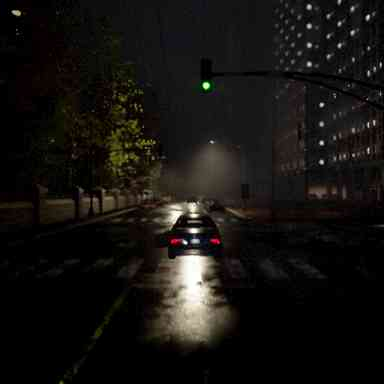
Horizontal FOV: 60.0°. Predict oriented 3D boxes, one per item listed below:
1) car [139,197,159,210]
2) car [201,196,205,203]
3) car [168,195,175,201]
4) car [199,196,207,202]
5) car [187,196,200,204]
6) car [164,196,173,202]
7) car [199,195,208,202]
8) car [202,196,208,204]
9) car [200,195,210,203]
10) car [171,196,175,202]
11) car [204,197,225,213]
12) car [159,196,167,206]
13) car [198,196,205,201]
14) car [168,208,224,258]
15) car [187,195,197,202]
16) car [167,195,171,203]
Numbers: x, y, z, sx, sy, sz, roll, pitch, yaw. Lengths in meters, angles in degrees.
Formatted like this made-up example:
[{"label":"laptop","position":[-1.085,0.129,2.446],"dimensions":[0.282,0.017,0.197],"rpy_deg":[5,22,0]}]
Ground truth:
[{"label":"car","position":[-5.690,1.612,42.578],"dimensions":[1.802,1.307,4.206],"rpy_deg":[0,0,0]},{"label":"car","position":[2.691,1.602,48.211],"dimensions":[1.947,1.339,4.313],"rpy_deg":[0,0,0]},{"label":"car","position":[-5.690,1.656,93.269],"dimensions":[1.887,1.381,4.507],"rpy_deg":[0,0,0]},{"label":"car","position":[2.690,1.639,82.005],"dimensions":[2.008,1.369,4.403],"rpy_deg":[0,0,0]},{"label":"car","position":[-0.001,1.535,63.815],"dimensions":[1.882,1.535,5.008],"rpy_deg":[0,0,0]},{"label":"car","position":[-5.691,1.634,82.005],"dimensions":[1.887,1.381,4.507],"rpy_deg":[0,0,0]},{"label":"car","position":[2.691,1.518,76.372],"dimensions":[1.967,1.590,4.097],"rpy_deg":[0,0,0]},{"label":"car","position":[2.691,1.595,42.578],"dimensions":[1.947,1.339,4.313],"rpy_deg":[0,0,0]},{"label":"car","position":[2.691,1.508,70.741],"dimensions":[1.967,1.590,4.097],"rpy_deg":[0,0,0]},{"label":"car","position":[-5.689,1.519,76.372],"dimensions":[1.967,1.590,4.097],"rpy_deg":[0,0,0]},{"label":"car","position":[2.691,1.590,36.946],"dimensions":[1.947,1.339,4.313],"rpy_deg":[0,0,0]},{"label":"car","position":[-5.689,1.483,53.844],"dimensions":[1.967,1.590,4.097],"rpy_deg":[0,0,0]},{"label":"car","position":[2.690,1.692,93.269],"dimensions":[1.802,1.307,4.206],"rpy_deg":[0,0,0]},{"label":"car","position":[0.101,1.553,12.661],"dimensions":[2.033,1.411,5.357],"rpy_deg":[0,0,0]},{"label":"car","position":[-0.001,1.489,74.232],"dimensions":[2.033,1.411,5.357],"rpy_deg":[0,0,0]},{"label":"car","position":[-5.689,1.584,64.939],"dimensions":[1.752,1.417,4.829],"rpy_deg":[0,0,0]}]
